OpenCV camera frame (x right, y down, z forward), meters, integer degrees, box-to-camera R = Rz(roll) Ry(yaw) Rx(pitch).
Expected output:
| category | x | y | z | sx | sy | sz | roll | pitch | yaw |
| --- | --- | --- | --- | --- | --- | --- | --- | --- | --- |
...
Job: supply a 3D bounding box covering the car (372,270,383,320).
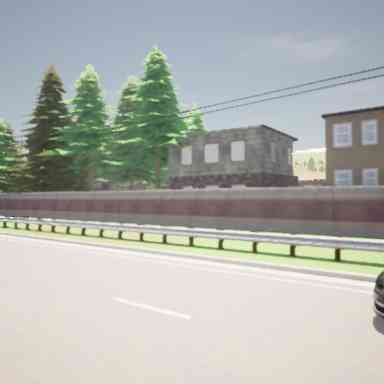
| category | x | y | z | sx | sy | sz | roll | pitch | yaw |
| --- | --- | --- | --- | --- | --- | --- | --- | --- | --- |
| car | 5.243 | 1.486 | 4.552 | 4.892 | 1.490 | 1.837 | 0 | 0 | 35 |
